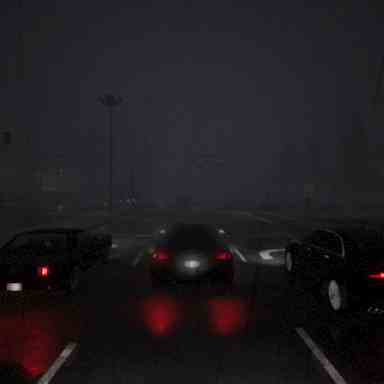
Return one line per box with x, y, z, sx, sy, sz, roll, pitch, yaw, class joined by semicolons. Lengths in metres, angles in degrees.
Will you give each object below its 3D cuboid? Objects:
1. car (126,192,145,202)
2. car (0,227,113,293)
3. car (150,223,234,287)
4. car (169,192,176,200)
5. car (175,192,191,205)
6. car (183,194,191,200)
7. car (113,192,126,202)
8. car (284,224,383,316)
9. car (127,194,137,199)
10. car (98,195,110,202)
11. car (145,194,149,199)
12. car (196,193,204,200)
-12.830;1.100;75.469;2.150;2.045;5.566;0;0;0;car
-3.498;1.586;8.798;1.895;1.301;4.718;0;0;0;car
0.003;1.548;9.300;1.994;1.385;4.181;0;0;0;car
-4.837;1.075;88.040;2.150;2.045;5.566;0;0;0;car
-1.320;1.258;57.033;2.097;1.767;4.553;0;0;0;car
-1.337;1.375;88.405;2.128;1.511;4.902;0;0;0;car
-16.330;1.100;75.460;2.150;2.045;5.566;0;0;0;car
3.501;1.492;7.477;1.837;1.490;4.892;0;0;0;car
-16.339;1.334;91.090;1.895;1.301;4.718;0;0;0;car
-19.830;1.399;75.478;1.812;1.442;4.674;0;0;0;car
-12.839;1.238;91.122;1.837;1.490;4.892;0;0;0;car
2.163;1.204;88.359;2.097;1.767;4.553;0;0;0;car
